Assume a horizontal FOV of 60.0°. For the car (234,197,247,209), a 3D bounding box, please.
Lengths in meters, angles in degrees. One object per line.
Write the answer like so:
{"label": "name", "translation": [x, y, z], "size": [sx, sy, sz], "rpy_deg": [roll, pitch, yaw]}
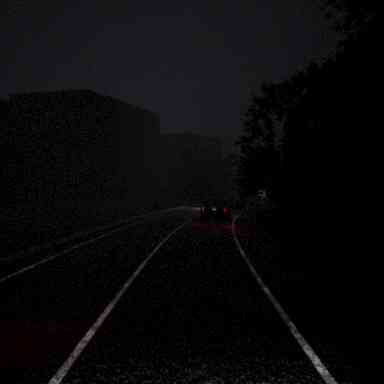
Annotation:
{"label": "car", "translation": [5.831, 1.365, 42.500], "size": [2.128, 1.511, 4.902], "rpy_deg": [2, 0, 17]}

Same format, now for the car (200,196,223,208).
{"label": "car", "translation": [2.599, 1.280, 43.714], "size": [1.837, 1.490, 4.892], "rpy_deg": [1, 0, 18]}

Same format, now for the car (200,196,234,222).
{"label": "car", "translation": [1.923, 1.264, 26.157], "size": [2.097, 1.767, 4.553], "rpy_deg": [1, 1, 9]}
